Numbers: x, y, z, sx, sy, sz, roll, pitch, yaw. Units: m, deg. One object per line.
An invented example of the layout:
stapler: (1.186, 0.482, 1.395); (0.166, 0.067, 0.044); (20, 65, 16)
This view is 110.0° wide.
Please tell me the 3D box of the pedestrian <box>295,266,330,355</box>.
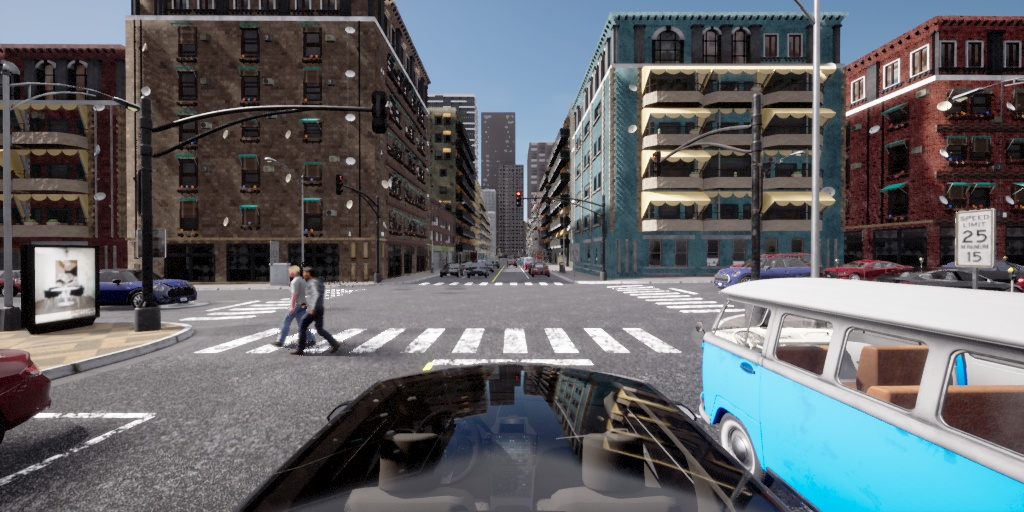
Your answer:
pedestrian: (-3.986, 1.043, 7.175); (0.375, 1.860, 0.375); (0, 0, 0)

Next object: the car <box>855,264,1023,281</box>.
car: (15.791, 1.097, 13.192); (4.313, 1.339, 1.948); (0, 0, 0)

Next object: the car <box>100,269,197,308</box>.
car: (-16.563, 1.332, 15.571); (4.553, 1.767, 2.097); (-1, 0, -1)

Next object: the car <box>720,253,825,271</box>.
car: (13.272, 0.874, 18.996); (4.553, 1.767, 2.097); (-1, 0, 1)

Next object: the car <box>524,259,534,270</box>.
car: (2.679, 1.320, 39.932); (1.948, 1.339, 4.313); (0, 0, 0)

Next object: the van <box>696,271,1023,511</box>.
van: (2.689, 1.091, 2.015); (1.690, 1.789, 3.998); (0, 0, 0)

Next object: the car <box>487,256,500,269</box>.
car: (-3.098, 0.987, 56.999); (2.150, 2.045, 5.566); (0, 0, 0)

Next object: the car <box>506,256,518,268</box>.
car: (-0.017, 1.273, 63.448); (1.837, 1.490, 4.892); (0, 0, 0)

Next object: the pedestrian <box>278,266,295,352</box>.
pedestrian: (-4.721, 1.044, 7.772); (0.375, 1.860, 0.375); (0, 0, 0)

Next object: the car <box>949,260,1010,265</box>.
car: (24.580, 0.907, 19.044); (5.357, 1.411, 2.033); (-1, 0, 0)

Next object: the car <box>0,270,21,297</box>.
car: (-30.266, 1.574, 21.359); (4.097, 1.591, 1.967); (0, 0, 0)

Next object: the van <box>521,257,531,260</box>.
van: (2.675, 1.104, 56.502); (1.690, 1.789, 3.998); (0, 0, 0)

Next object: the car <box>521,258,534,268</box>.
car: (2.677, 1.305, 50.979); (1.888, 1.381, 4.507); (0, 0, 0)

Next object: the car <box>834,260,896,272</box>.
car: (21.338, 0.931, 21.614); (4.507, 1.381, 1.888); (0, 0, 0)

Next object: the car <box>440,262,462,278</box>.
car: (-5.700, 1.318, 34.419); (1.948, 1.339, 4.313); (0, 0, 0)

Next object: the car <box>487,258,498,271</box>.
car: (-3.112, 1.304, 44.406); (2.033, 1.411, 5.357); (0, 0, -1)

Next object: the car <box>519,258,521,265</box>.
car: (2.674, 1.333, 62.026); (1.948, 1.339, 4.313); (0, 0, 0)

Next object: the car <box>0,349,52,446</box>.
car: (-5.692, 1.332, 2.014); (1.802, 1.307, 4.207); (0, 0, 0)

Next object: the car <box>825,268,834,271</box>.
car: (15.767, 0.781, 21.572); (5.009, 1.841, 2.192); (0, 0, 0)

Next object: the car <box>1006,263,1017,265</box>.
car: (21.361, 1.033, 13.233); (4.207, 1.307, 1.802); (0, 0, 0)

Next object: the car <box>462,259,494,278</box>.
car: (-3.104, 1.300, 34.004); (2.033, 1.411, 5.357); (0, 0, 0)

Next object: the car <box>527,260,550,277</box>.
car: (2.681, 1.335, 34.409); (1.802, 1.307, 4.207); (0, 0, 0)
